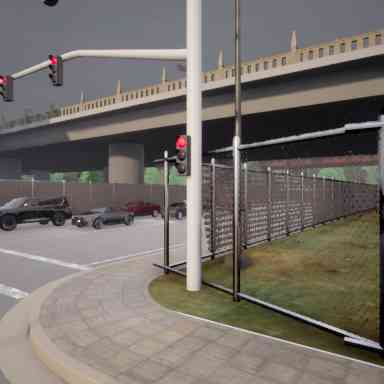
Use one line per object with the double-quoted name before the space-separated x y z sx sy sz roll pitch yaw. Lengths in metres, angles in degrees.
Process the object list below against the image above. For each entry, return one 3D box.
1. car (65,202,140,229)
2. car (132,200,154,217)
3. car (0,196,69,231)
"car" -5.857 1.619 22.224 1.994 1.385 4.181 0 0 35
"car" -4.901 1.533 29.630 1.882 1.535 5.008 0 0 35
"car" -10.576 1.277 21.628 2.150 2.045 5.566 0 0 36
